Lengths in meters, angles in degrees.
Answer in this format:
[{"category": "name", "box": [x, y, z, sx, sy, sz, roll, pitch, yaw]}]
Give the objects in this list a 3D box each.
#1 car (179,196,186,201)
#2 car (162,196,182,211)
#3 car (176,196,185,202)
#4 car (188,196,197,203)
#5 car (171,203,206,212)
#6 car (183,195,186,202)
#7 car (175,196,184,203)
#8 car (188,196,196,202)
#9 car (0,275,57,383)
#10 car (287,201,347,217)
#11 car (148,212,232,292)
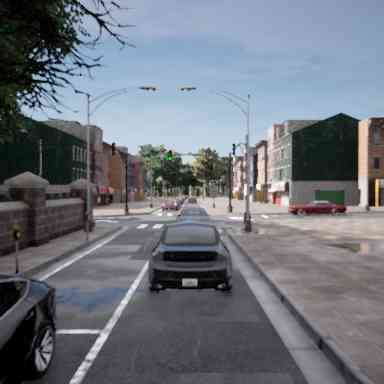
[{"category": "car", "box": [-2.684, 1.768, 95.460, 2.008, 1.369, 4.403, -1, 0, 0]}, {"category": "car", "box": [-2.664, 1.498, 41.113, 1.967, 1.590, 4.097, -1, 0, 0]}, {"category": "car", "box": [-2.678, 1.730, 79.156, 1.947, 1.339, 4.313, -1, 0, 0]}, {"category": "car", "box": [0.072, 1.627, 69.596, 2.128, 1.511, 4.902, 0, 0, 0]}, {"category": "car", "box": [0.092, 1.564, 18.676, 2.033, 1.411, 5.357, 0, 0, 0]}, {"category": "car", "box": [-2.672, 1.659, 62.851, 1.887, 1.381, 4.507, -1, 0, 0]}, {"category": "car", "box": [-2.676, 1.692, 73.721, 1.887, 1.381, 4.507, -1, 0, 0]}, {"category": "car", "box": [-0.032, 1.650, 81.688, 1.882, 1.535, 5.008, 0, 0, 0]}, {"category": "car", "box": [-2.646, 1.567, 2.792, 1.947, 1.339, 4.313, -1, 0, 0]}, {"category": "car", "box": [10.945, 1.442, 29.388, 4.718, 1.301, 1.895, -1, 1, 0]}, {"category": "car", "box": [-0.024, 1.511, 8.925, 1.837, 1.490, 4.892, 0, 0, 0]}]
